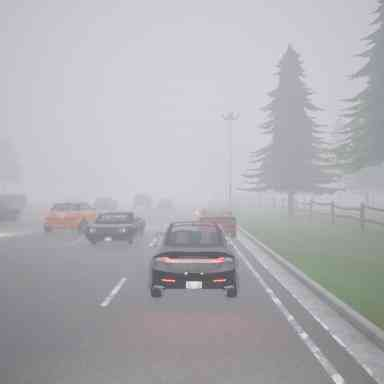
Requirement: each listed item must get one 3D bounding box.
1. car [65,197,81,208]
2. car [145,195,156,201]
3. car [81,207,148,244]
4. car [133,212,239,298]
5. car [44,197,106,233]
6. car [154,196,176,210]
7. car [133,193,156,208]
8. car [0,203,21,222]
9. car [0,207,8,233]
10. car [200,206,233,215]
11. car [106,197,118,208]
[{"bbox_3d":[-17.409,1.491,48.926,2.128,1.511,4.902,0,0,-18],"label":"car"},{"bbox_3d":[-10.499,1.525,84.729,2.128,1.511,4.902,0,0,0],"label":"car"},{"bbox_3d":[-3.400,1.601,15.688,1.895,1.301,4.718,0,0,0],"label":"car"},{"bbox_3d":[0.052,1.492,8.529,2.128,1.511,4.902,0,0,0],"label":"car"},{"bbox_3d":[-6.899,1.352,19.751,2.097,1.767,4.553,0,0,0],"label":"car"},{"bbox_3d":[-3.399,1.547,43.509,2.033,1.411,5.357,0,0,0],"label":"car"},{"bbox_3d":[-6.899,1.221,47.337,2.150,2.045,5.566,0,0,0],"label":"car"},{"bbox_3d":[-13.900,1.477,23.266,1.882,1.535,5.008,0,0,0],"label":"car"},{"bbox_3d":[-10.398,1.564,14.659,1.994,1.385,4.181,0,0,0],"label":"car"},{"bbox_3d":[1.225,1.478,17.871,1.882,1.535,5.008,0,0,0],"label":"car"},{"bbox_3d":[-10.400,1.352,40.027,2.097,1.767,4.553,0,0,0],"label":"car"}]
